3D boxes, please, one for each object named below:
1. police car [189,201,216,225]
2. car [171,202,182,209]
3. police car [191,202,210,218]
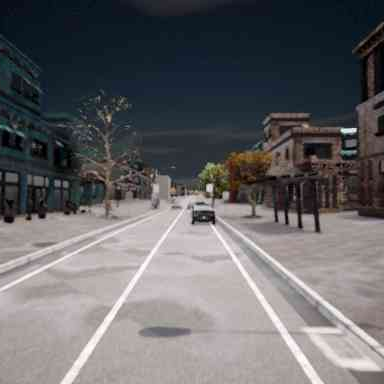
[{"bbox_3d":[0.897,1.759,27.423,1.930,1.638,5.238,0,-1,0],"label":"police car"},{"bbox_3d":[-3.026,2.666,64.561,1.895,1.301,4.718,0,-1,1],"label":"car"},{"bbox_3d":[0.896,1.959,37.422,1.930,1.638,5.238,0,-1,0],"label":"police car"}]
